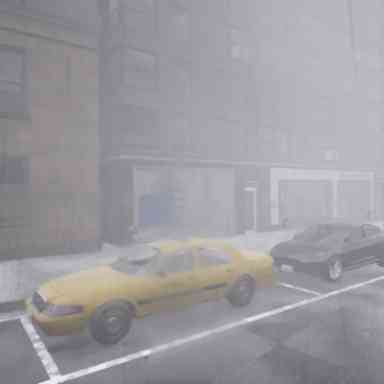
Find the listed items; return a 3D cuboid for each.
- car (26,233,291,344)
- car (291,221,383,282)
[{"bbox_3d":[-0.445,1.515,6.344,4.829,1.417,1.752,0,-1,-35],"label":"car"},{"bbox_3d":[4.176,1.538,9.639,4.313,1.339,1.947,0,-1,-35],"label":"car"}]
